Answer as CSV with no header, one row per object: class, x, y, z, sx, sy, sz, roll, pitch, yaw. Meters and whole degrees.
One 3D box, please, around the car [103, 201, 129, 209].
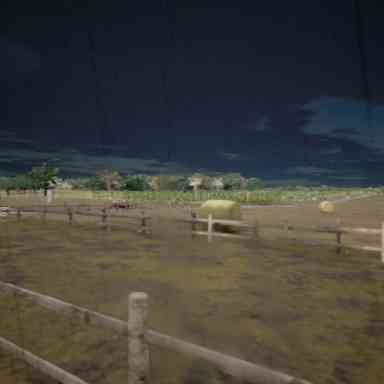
car,-13.509,2.261,59.405,1.882,1.535,5.008,1,-1,36
